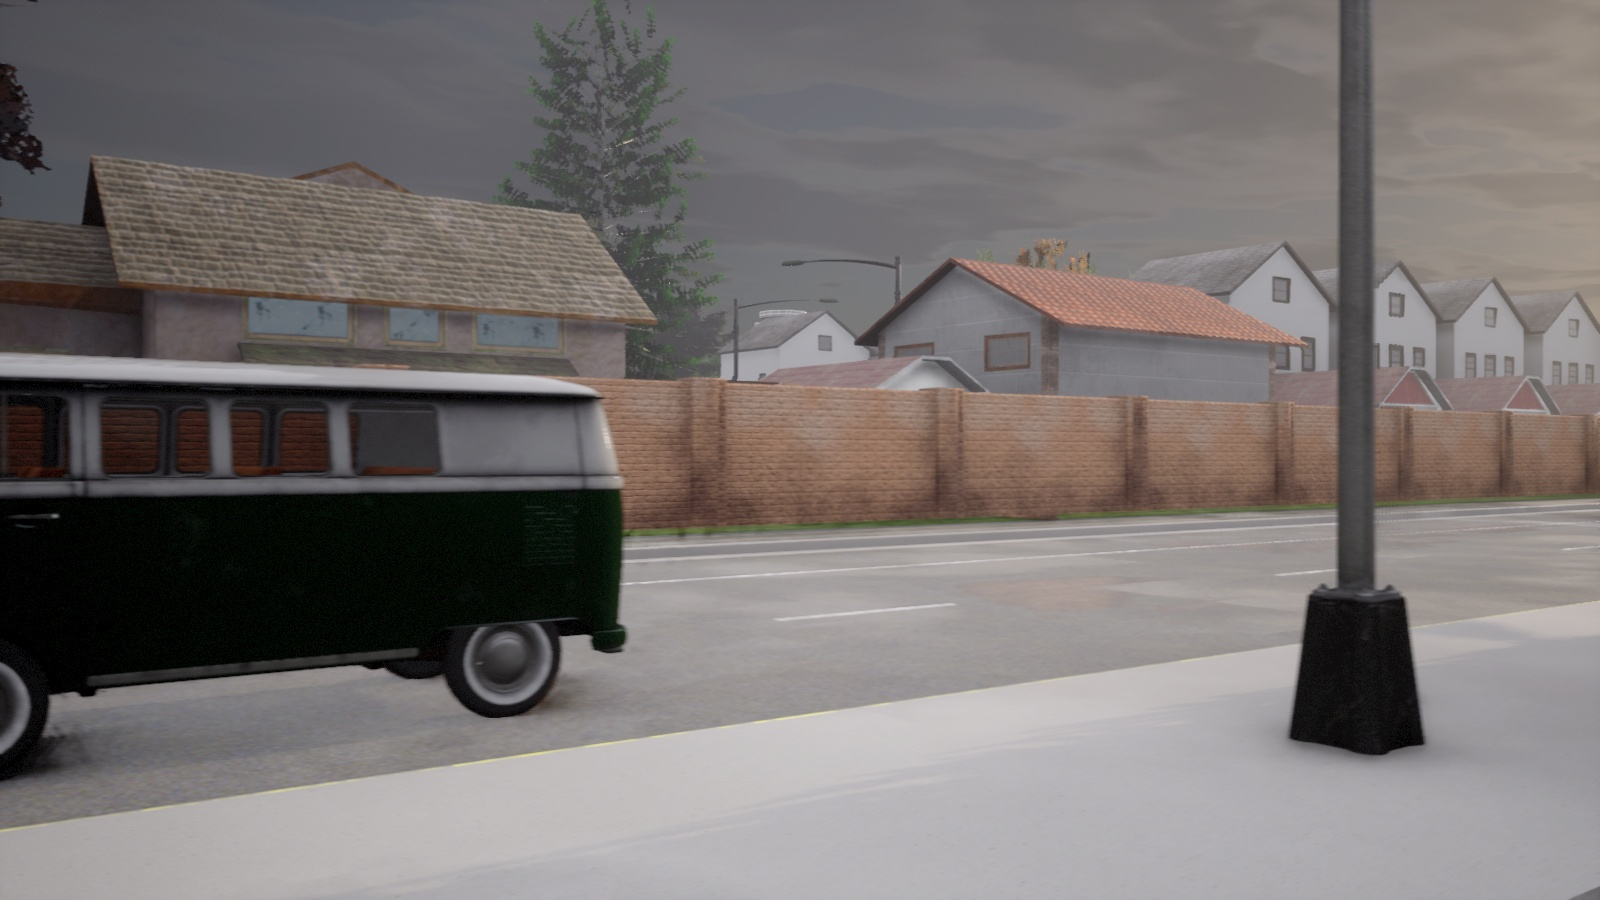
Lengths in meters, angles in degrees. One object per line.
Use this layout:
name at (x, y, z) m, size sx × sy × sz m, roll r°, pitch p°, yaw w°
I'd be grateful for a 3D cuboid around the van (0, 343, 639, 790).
van at (-3.281, 0.521, 6.859) m, size 4.442 × 1.987 × 1.775 m, roll 0°, pitch 0°, yaw -35°
